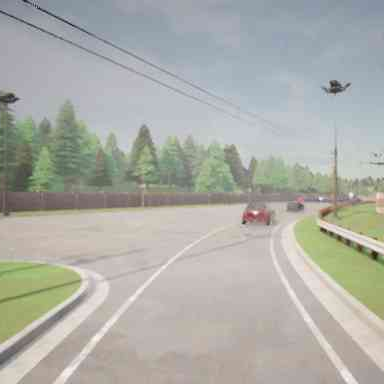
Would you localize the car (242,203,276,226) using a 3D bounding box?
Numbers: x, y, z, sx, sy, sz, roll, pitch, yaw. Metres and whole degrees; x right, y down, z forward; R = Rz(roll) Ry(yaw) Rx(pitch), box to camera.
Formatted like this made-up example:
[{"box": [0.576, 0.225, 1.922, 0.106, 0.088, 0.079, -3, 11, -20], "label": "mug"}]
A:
[{"box": [5.405, 1.617, 26.512, 2.097, 1.767, 4.553, 0, -1, 20], "label": "car"}]

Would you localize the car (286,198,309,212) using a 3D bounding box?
[{"box": [14.603, 1.977, 46.820, 2.128, 1.511, 4.902, 0, -1, 27], "label": "car"}]
